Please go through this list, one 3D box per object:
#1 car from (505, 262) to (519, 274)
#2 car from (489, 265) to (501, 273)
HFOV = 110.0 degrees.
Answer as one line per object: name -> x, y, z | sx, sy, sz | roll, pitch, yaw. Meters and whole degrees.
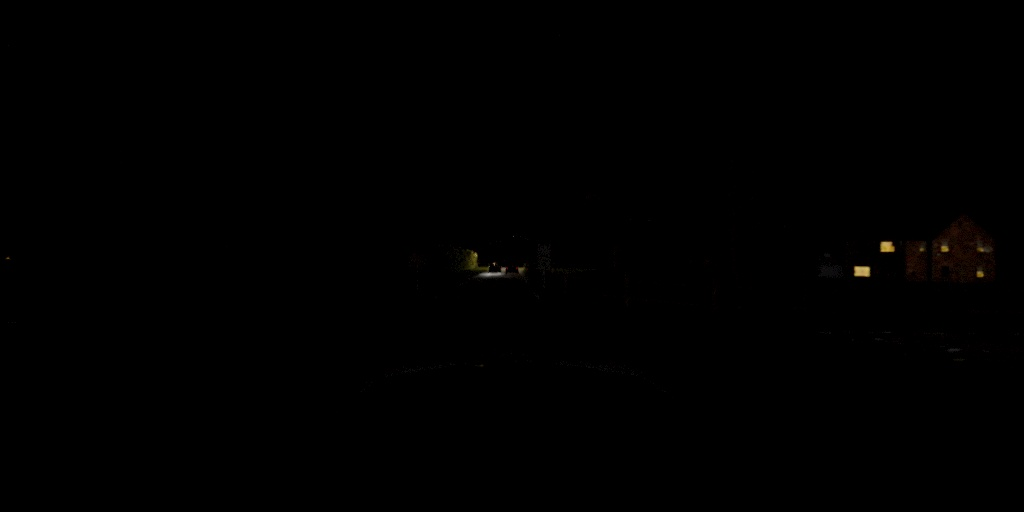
car -> 0.012, 1.933, 53.397 | 1.994, 1.385, 4.181 | 0, -1, 0
car -> -2.738, 2.034, 58.027 | 1.895, 1.301, 4.718 | 0, -1, 0
